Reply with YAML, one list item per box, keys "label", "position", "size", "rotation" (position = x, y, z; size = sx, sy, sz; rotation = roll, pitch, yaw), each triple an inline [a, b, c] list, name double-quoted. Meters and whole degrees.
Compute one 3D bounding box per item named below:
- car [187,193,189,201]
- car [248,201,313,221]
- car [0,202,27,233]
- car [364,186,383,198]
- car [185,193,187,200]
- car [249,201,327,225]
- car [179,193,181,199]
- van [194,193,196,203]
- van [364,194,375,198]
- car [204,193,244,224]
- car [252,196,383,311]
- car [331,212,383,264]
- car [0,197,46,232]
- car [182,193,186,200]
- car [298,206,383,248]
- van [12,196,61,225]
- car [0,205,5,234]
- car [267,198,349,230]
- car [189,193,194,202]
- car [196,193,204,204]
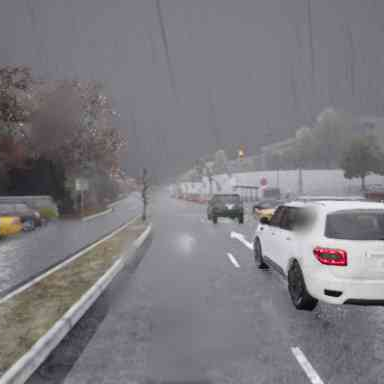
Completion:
- label: "car"
  position: [2.566, 1.316, 73.736]
  size: [5.566, 2.045, 2.435]
  rotation: [0, 0, -28]
- label: "car"
  position: [7.170, 1.474, 27.047]
  size: [4.792, 1.488, 2.163]
  rotation: [1, 0, -23]
- label: "car"
  position: [-10.997, 1.489, 15.680]
  size: [5.366, 1.575, 1.946]
  rotation: [-1, 0, -22]
- label: "car"
  position: [22.351, 0.158, 38.547]
  size: [2.002, 1.452, 4.674]
  rotation: [-7, 4, -28]
- label: "car"
  position: [1.839, 1.549, 79.759]
  size: [5.366, 1.575, 1.946]
  rotation: [0, 0, -28]
- label: "car"
  position: [6.974, 1.438, 23.993]
  size: [5.366, 1.575, 1.946]
  rotation: [1, 0, -23]
- label: "car"
  position: [-0.553, 1.396, 94.501]
  size: [4.553, 1.767, 2.185]
  rotation: [1, 0, -28]
- label: "van"
  position: [3.277, 1.358, 67.702]
  size: [4.442, 1.987, 1.878]
  rotation: [0, 0, -28]
- label: "van"
  position: [7.306, 1.225, 17.983]
  size: [4.442, 1.987, 1.878]
  rotation: [1, 0, -22]
- label: "car"
  position: [2.405, 1.181, 24.752]
  size: [2.150, 2.045, 5.566]
  rotation: [0, -1, -3]
- label: "car"
  position: [2.996, 1.209, 7.879]
  size: [2.150, 2.045, 5.566]
  rotation: [0, 0, -1]
- label: "car"
  position: [7.595, 1.501, 11.994]
  size: [4.674, 1.452, 2.002]
  rotation: [1, 0, -22]
- label: "car"
  position: [-10.910, 1.361, 18.720]
  size: [4.553, 1.767, 2.185]
  rotation: [-1, 0, -22]
- label: "car"
  position: [1.264, 1.292, 82.655]
  size: [5.566, 2.045, 2.435]
  rotation: [0, 0, -28]
- label: "car"
  position: [7.521, 1.458, 15.012]
  size: [4.892, 1.521, 2.231]
  rotation: [1, 0, -22]
- label: "van"
  position: [-10.970, 1.257, 21.713]
  size: [4.442, 1.987, 1.878]
  rotation: [-1, 0, -22]
- label: "car"
  position: [-10.558, 1.486, 12.862]
  size: [5.366, 1.575, 1.946]
  rotation: [-1, 0, -21]
- label: "car"
  position: [7.317, 1.322, 21.059]
  size: [4.553, 1.767, 2.185]
  rotation: [1, 0, -23]
- label: "car"
  position: [2.943, 1.325, 70.722]
  size: [5.566, 2.045, 2.435]
  rotation: [1, 0, -28]
- label: "car"
  position: [3.742, 1.468, 64.761]
  size: [4.553, 1.767, 2.185]
  rotation: [0, 0, -28]
